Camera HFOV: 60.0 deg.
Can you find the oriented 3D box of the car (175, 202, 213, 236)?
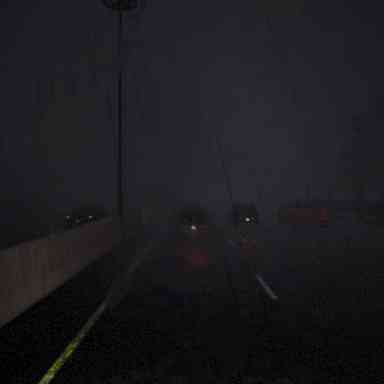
[{"bbox_3d":[0.108,1.518,18.582,1.837,1.490,4.892,0,0,0],"label":"car"}]

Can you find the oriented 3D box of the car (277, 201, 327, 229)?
[{"bbox_3d":[7.109,1.365,22.002,2.097,1.767,4.553,0,0,0],"label":"car"}]

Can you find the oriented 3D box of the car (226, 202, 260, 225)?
[{"bbox_3d":[3.610,1.521,24.041,1.837,1.490,4.892,0,0,0],"label":"car"}]

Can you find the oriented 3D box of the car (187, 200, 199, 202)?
[{"bbox_3d":[0.116,1.628,41.775,1.895,1.301,4.718,0,0,0],"label":"car"}]
